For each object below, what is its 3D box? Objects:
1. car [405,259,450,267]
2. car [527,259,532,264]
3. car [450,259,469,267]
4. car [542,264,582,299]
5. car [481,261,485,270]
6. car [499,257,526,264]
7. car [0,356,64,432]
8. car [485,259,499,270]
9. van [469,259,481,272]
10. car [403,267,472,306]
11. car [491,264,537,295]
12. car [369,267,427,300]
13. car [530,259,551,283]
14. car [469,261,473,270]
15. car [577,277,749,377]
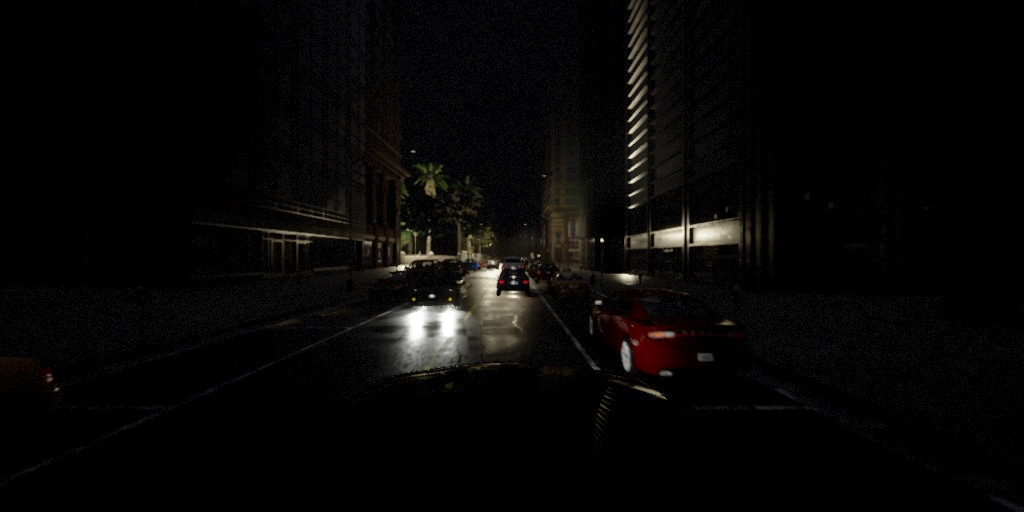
[{"bbox_3d":[-5.767,1.152,23.620,2.192,1.841,5.009,0,0,0],"label":"car"},{"bbox_3d":[2.756,1.325,34.462,1.967,1.591,4.097,0,0,0],"label":"car"},{"bbox_3d":[-5.769,1.199,34.472,2.192,1.841,5.009,0,0,0],"label":"car"},{"bbox_3d":[2.759,1.341,18.357,1.751,1.417,4.829,0,0,0],"label":"car"},{"bbox_3d":[-5.774,1.422,56.176,1.967,1.591,4.097,0,0,0],"label":"car"},{"bbox_3d":[0.080,1.124,37.688,2.150,2.045,5.566,0,0,0],"label":"car"},{"bbox_3d":[-5.762,1.276,1.746,1.751,1.417,4.829,0,0,0],"label":"car"},{"bbox_3d":[-3.051,1.536,57.521,2.033,1.411,5.357,0,0,1],"label":"car"},{"bbox_3d":[-5.772,1.299,50.750,1.690,1.789,3.998,0,0,0],"label":"van"},{"bbox_3d":[-3.103,1.369,15.875,1.994,1.385,4.181,0,0,0],"label":"car"},{"bbox_3d":[0.063,1.372,20.303,2.033,1.411,5.357,0,0,0],"label":"car"},{"bbox_3d":[-5.766,1.397,18.194,1.802,1.307,4.207,0,0,0],"label":"car"},{"bbox_3d":[2.757,1.301,29.037,1.967,1.591,4.097,0,0,0],"label":"car"},{"bbox_3d":[-5.770,1.454,39.897,1.888,1.381,4.507,0,0,0],"label":"car"},{"bbox_3d":[2.761,1.317,7.337,1.888,1.381,4.507,0,0,0],"label":"car"}]
